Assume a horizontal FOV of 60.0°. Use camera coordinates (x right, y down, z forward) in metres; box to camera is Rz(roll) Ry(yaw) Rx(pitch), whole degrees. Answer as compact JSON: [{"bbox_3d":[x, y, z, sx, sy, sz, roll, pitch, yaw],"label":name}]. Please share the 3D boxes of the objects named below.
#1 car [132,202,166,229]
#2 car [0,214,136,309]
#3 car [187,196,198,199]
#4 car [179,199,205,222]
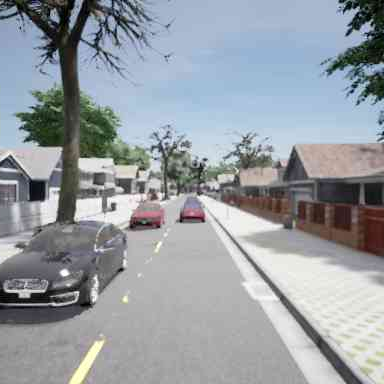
[{"bbox_3d":[-2.780,1.450,21.673,1.882,1.535,5.008,0,1,-1],"label":"car"},{"bbox_3d":[-2.790,1.497,8.017,1.837,1.490,4.892,0,0,1],"label":"car"},{"bbox_3d":[0.083,1.289,43.207,2.097,1.767,4.553,0,0,0],"label":"car"},{"bbox_3d":[0.044,1.529,26.191,1.994,1.385,4.181,0,0,1],"label":"car"}]
